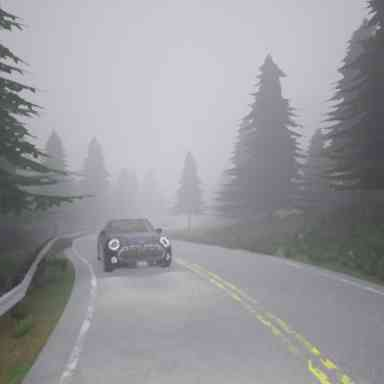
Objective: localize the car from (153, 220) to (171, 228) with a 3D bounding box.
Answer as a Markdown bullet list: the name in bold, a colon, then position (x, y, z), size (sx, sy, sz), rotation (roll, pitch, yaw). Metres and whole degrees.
- **car**: position (-5.370, 5.820, 60.471), size (1.994, 1.385, 4.181), rotation (0, -5, 12)

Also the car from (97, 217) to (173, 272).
- **car**: position (-2.230, 1.702, 12.018), size (2.097, 1.767, 4.553), rotation (0, -4, -20)
